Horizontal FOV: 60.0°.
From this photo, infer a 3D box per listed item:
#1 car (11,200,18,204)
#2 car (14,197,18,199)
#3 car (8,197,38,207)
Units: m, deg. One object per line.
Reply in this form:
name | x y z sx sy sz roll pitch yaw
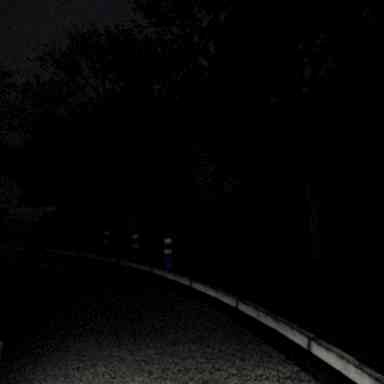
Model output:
car | -28.439 2.302 48.594 4.792 1.488 2.163 -1 0 20
car | -35.916 2.191 66.141 4.553 1.767 2.185 -1 0 20
car | -34.893 2.026 68.746 5.566 2.045 2.435 -1 0 20
